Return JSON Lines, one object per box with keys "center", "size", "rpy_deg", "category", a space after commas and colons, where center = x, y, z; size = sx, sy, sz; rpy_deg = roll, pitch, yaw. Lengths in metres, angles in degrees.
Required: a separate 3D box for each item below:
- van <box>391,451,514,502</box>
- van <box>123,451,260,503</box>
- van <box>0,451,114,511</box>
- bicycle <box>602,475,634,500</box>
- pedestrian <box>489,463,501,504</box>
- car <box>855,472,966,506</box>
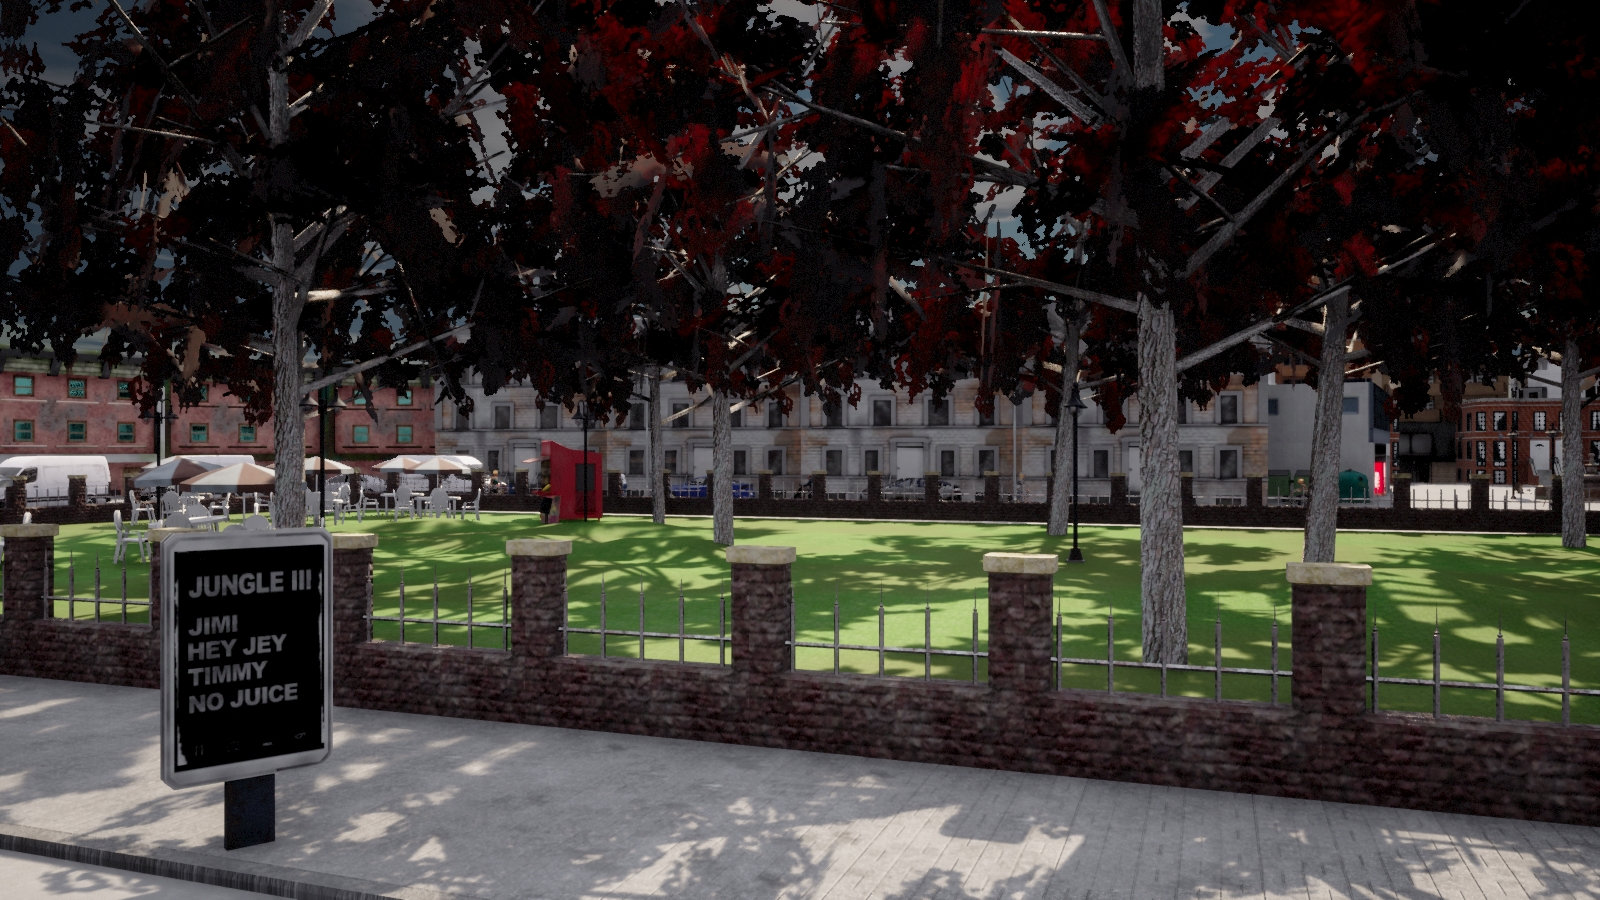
{"center": [-17.847, 1.329, 58.710], "size": [5.915, 2.561, 1.988], "rpy_deg": [0, 0, 15], "category": "van"}
{"center": [-31.314, 1.336, 58.944], "size": [1.988, 2.561, 5.915], "rpy_deg": [0, 0, 41], "category": "van"}
{"center": [-34.456, 1.334, 51.696], "size": [1.988, 2.561, 5.915], "rpy_deg": [0, 0, 21], "category": "van"}
{"center": [-9.502, 1.948, 59.688], "size": [1.643, 1.296, 0.373], "rpy_deg": [0, 0, 20], "category": "bicycle"}
{"center": [-13.894, 1.537, 51.982], "size": [0.375, 1.860, 0.375], "rpy_deg": [0, 0, 21], "category": "pedestrian"}
{"center": [5.260, 1.833, 54.337], "size": [4.902, 1.511, 2.128], "rpy_deg": [0, 0, 20], "category": "car"}
